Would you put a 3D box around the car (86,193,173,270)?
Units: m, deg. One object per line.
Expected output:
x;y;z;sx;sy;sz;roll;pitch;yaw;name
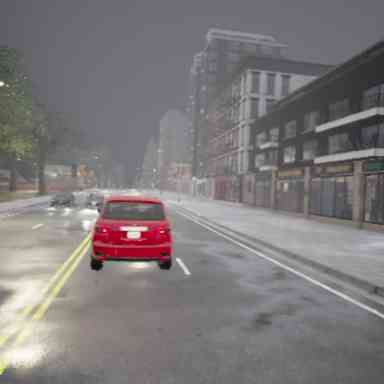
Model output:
-1.931;1.123;10.825;2.150;2.045;5.566;2;0;-11;car

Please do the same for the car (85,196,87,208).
-9.786;0.836;34.166;2.128;1.511;4.902;2;1;-10;car

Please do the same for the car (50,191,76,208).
-13.021;0.707;33.835;1.837;1.490;4.892;2;1;-10;car

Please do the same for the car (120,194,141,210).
-6.535;1.020;35.452;2.033;1.411;5.357;2;1;-11;car
